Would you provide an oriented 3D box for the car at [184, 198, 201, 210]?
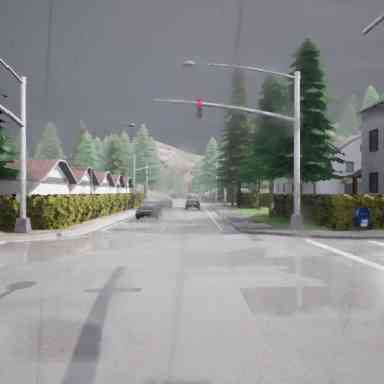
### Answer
[{"bbox_3d":[0.100,1.519,43.289,1.837,1.490,4.892,0,0,0],"label":"car"}]

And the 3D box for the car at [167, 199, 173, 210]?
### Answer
[{"bbox_3d":[-3.555,1.579,43.759,1.994,1.385,4.181,0,0,0],"label":"car"}]

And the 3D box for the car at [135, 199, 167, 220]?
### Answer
[{"bbox_3d":[-3.599,1.557,28.638,2.033,1.411,5.357,0,0,0],"label":"car"}]
